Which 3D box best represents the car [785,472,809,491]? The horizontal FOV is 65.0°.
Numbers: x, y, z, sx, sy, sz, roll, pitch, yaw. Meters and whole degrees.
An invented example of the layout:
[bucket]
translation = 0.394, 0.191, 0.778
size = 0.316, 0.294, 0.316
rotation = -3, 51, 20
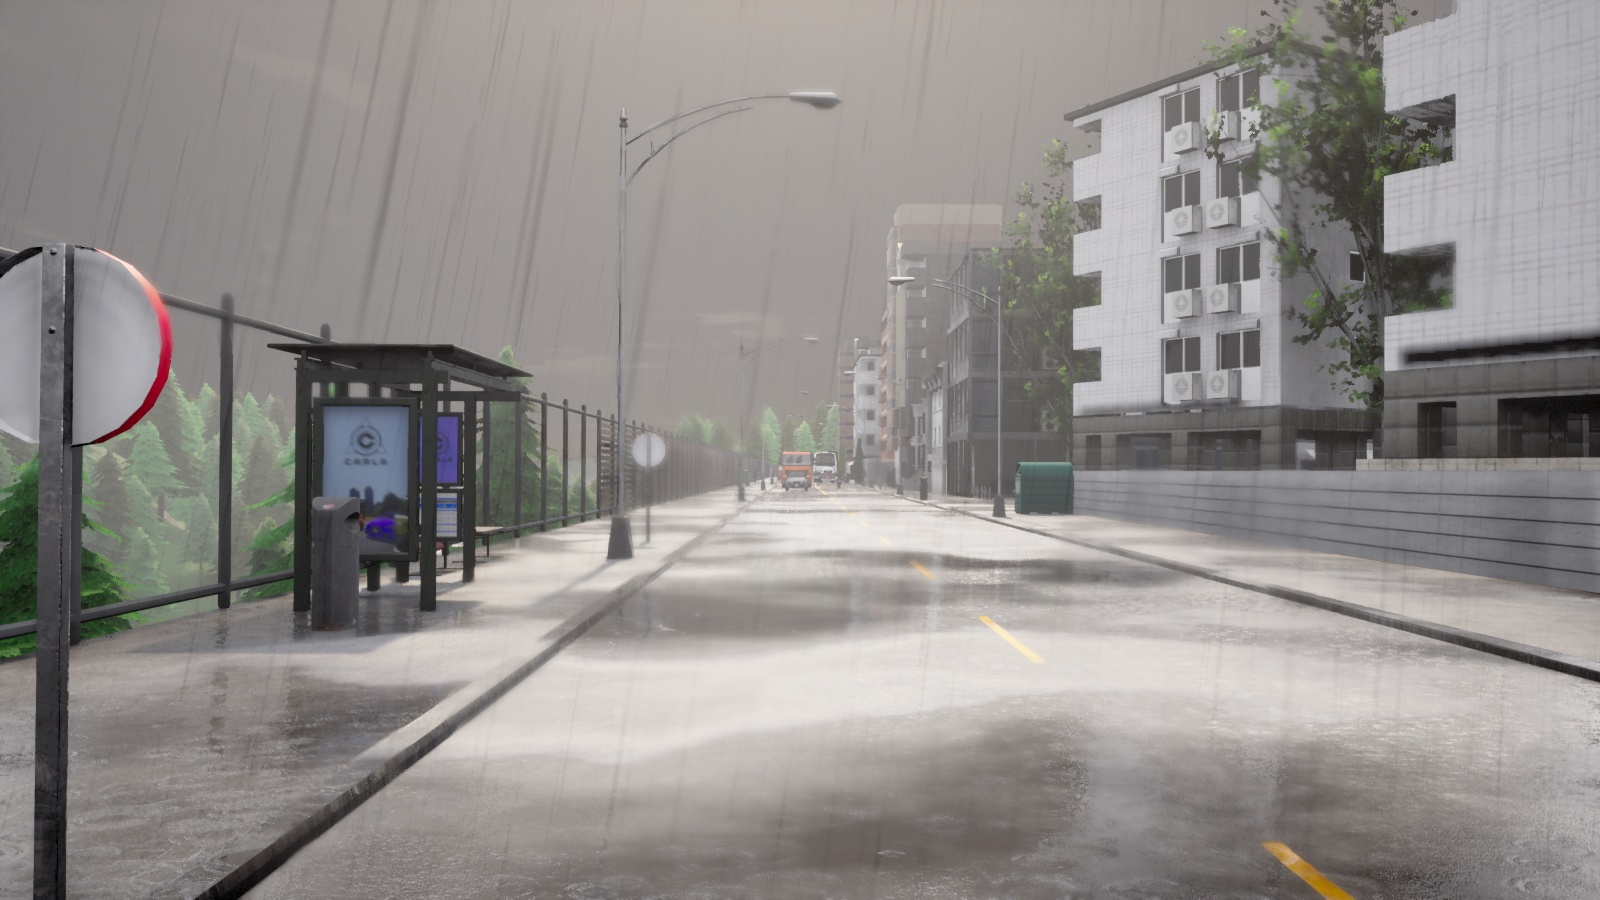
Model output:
[car]
translation = -0.237, 2.478, 98.446
size = 1.816, 1.474, 4.193
rotation = 0, -1, 0
